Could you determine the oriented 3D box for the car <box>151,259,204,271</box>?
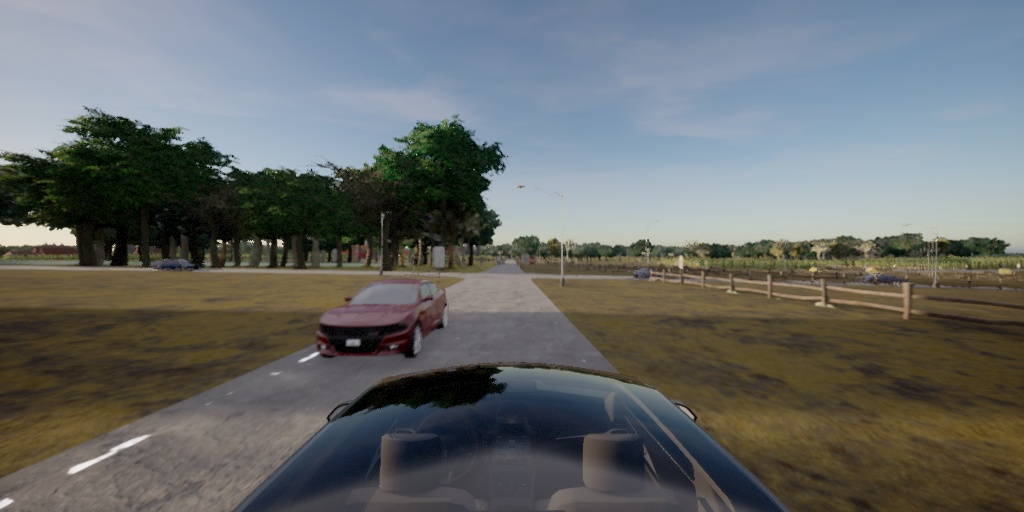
[{"bbox_3d":[-41.692,1.036,44.724,5.357,1.411,2.033,1,1,0],"label":"car"}]

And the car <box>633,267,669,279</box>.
[{"bbox_3d":[17.390,2.144,45.015,4.181,1.385,1.994,1,1,0],"label":"car"}]

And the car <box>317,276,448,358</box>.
[{"bbox_3d":[-2.848,1.310,8.936,1.882,1.535,5.008,0,-1,0],"label":"car"}]
